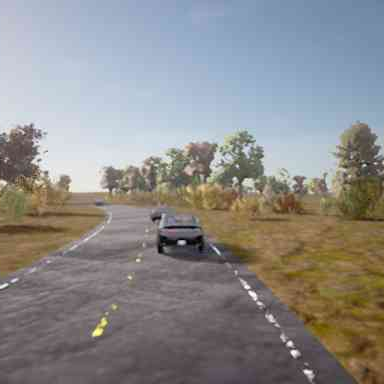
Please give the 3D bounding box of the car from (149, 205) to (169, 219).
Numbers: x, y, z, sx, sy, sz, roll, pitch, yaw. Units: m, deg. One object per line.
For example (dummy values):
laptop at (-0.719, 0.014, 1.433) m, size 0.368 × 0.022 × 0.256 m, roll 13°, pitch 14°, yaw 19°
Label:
car at (-2.707, 1.843, 29.476) m, size 1.994 × 1.385 × 4.181 m, roll 0°, pitch 0°, yaw -11°

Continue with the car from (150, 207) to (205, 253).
car at (-0.585, 1.632, 14.449) m, size 2.128 × 1.511 × 4.902 m, roll 0°, pitch 0°, yaw -5°

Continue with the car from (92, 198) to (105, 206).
car at (-19.290, 2.053, 68.413) m, size 1.882 × 1.535 × 5.008 m, roll 0°, pitch -1°, yaw -26°
